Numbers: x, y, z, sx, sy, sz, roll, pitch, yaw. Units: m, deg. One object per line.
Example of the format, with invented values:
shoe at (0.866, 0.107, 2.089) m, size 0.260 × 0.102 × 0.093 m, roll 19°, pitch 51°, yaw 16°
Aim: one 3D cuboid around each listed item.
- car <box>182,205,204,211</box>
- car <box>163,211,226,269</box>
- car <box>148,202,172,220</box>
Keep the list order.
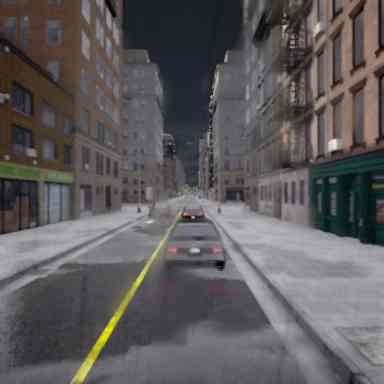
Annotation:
car at (0.082, 1.767, 28.538) m, size 1.895 × 1.301 × 4.718 m, roll 0°, pitch 0°, yaw 0°
car at (0.081, 1.614, 11.291) m, size 2.033 × 1.411 × 5.357 m, roll 0°, pitch 0°, yaw 0°
car at (-2.863, 1.703, 30.500) m, size 1.812 × 1.442 × 4.674 m, roll 0°, pitch 0°, yaw 0°
